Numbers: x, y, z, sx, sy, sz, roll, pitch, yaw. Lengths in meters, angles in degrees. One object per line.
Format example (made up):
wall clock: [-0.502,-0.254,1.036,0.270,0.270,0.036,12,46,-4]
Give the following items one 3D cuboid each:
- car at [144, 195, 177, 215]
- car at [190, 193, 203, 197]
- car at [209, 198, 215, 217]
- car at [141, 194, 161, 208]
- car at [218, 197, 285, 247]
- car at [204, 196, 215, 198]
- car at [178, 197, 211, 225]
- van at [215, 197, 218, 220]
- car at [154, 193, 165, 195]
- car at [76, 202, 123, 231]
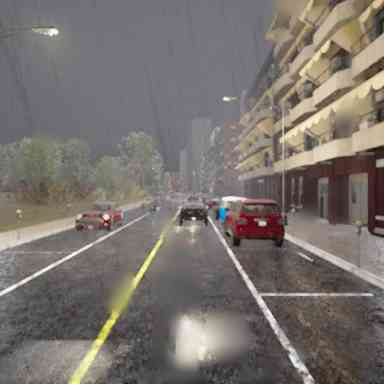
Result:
car: [-2.852,1.298,31.346,2.128,1.511,4.902,0,0,0]
car: [0.096,1.203,41.534,1.801,1.575,5.366,0,0,0]
car: [2.568,1.406,25.862,1.947,1.339,4.313,1,0,0]
car: [-5.314,1.270,41.930,1.752,1.417,4.829,1,0,0]
car: [2.573,1.224,14.538,2.192,1.841,5.009,1,0,0]
car: [2.566,1.318,37.183,1.887,1.381,4.507,1,0,0]
car: [0.096,1.363,22.802,1.837,1.490,4.892,0,0,0]
van: [2.571,1.215,20.199,1.690,1.788,3.998,1,0,0]
car: [-5.316,1.263,47.755,2.008,1.369,4.403,1,0,0]
car: [-5.310,1.318,19.484,1.967,1.590,4.097,1,0,0]
